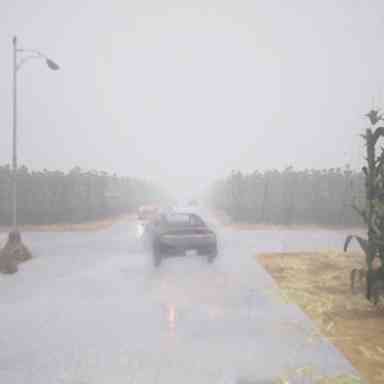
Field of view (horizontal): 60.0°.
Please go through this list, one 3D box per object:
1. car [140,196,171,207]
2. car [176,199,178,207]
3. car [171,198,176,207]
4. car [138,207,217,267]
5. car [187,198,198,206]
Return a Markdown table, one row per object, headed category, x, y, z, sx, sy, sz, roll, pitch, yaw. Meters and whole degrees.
| category | x | y | z | sx | sy | sz | roll | pitch | yaw |
| --- | --- | --- | --- | --- | --- | --- | --- | --- | --- |
| car | -3.196 | 1.327 | 27.935 | 2.097 | 1.767 | 4.553 | 0 | 0 | 0 |
| car | -3.179 | 1.592 | 50.609 | 1.994 | 1.385 | 4.181 | 0 | -1 | 0 |
| car | -3.195 | 1.306 | 37.163 | 2.097 | 1.767 | 4.553 | 0 | 0 | 0 |
| car | -0.599 | 1.456 | 11.307 | 2.128 | 1.511 | 4.902 | 0 | -1 | -14 |
| car | 0.103 | 1.726 | 58.136 | 2.033 | 1.411 | 5.357 | 0 | -1 | 0 |
